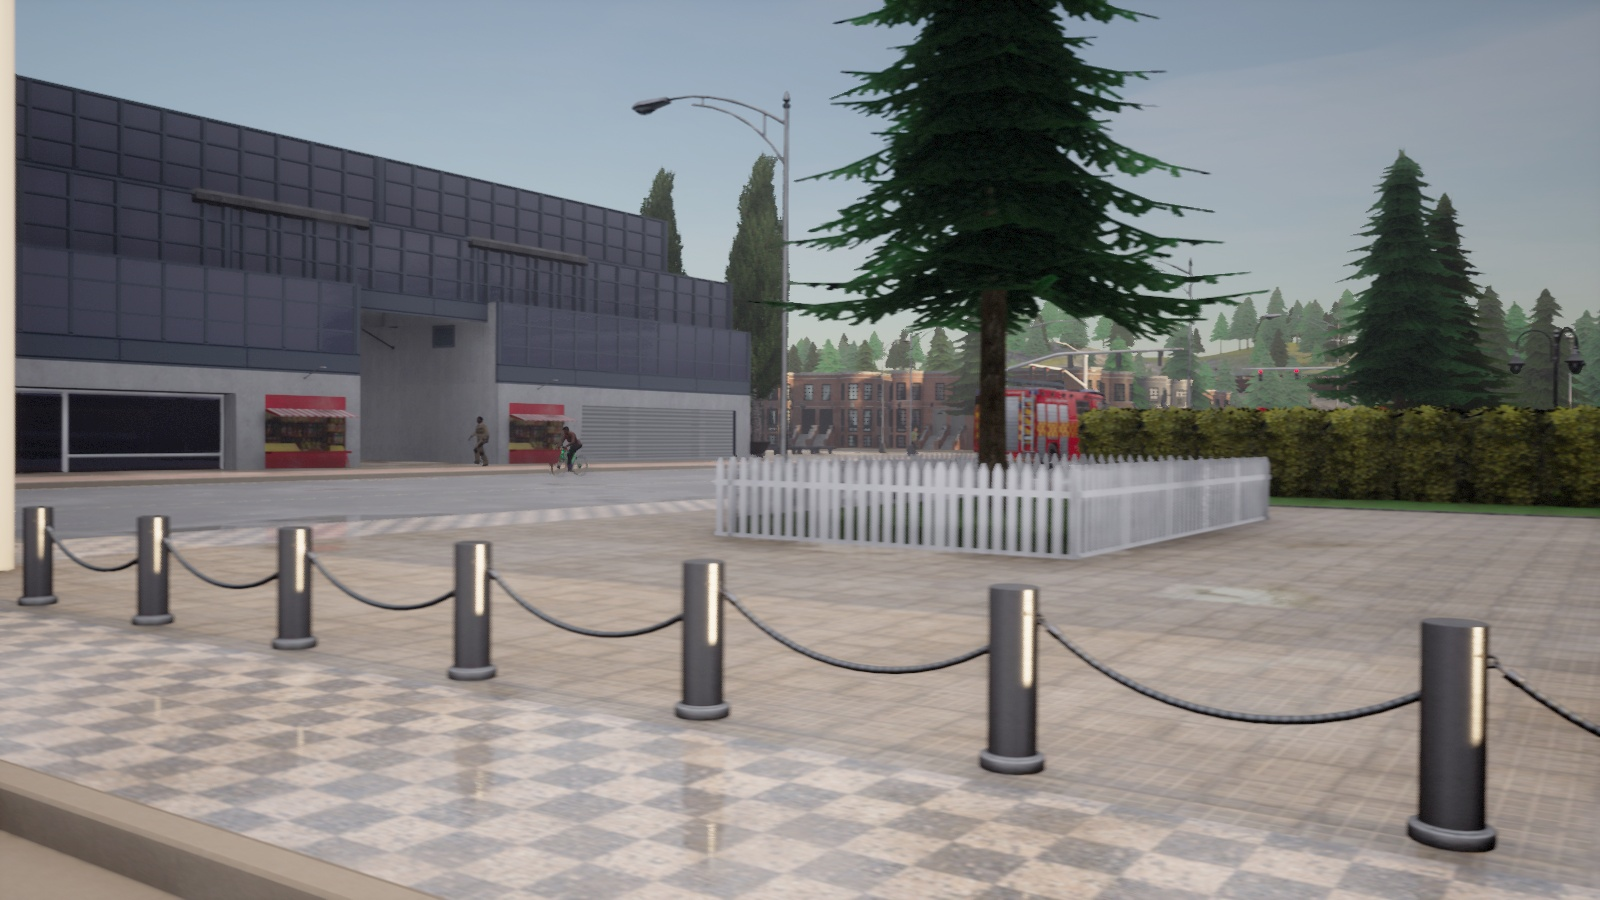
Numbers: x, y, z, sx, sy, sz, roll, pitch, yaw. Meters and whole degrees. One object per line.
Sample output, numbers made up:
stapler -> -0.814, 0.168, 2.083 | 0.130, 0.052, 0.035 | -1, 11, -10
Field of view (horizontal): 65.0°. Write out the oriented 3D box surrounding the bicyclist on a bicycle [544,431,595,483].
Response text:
bicyclist on a bicycle -> -7.366, 0.203, 40.135 | 0.582, 1.620, 1.656 | 0, 1, 34

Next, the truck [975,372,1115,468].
truck -> 10.838, -1.279, 54.772 | 2.891, 3.827, 8.468 | 0, 1, 34

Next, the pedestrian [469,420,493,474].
pedestrian -> -11.488, -0.123, 45.199 | 0.396, 1.930, 0.692 | 0, 1, 41
